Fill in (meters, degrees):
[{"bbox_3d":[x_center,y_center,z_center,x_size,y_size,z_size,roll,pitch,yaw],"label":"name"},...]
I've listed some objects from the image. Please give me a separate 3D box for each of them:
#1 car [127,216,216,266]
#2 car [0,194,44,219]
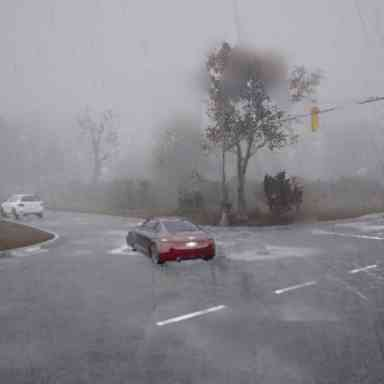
[{"bbox_3d":[-0.874,1.530,11.716,1.994,1.385,4.181,0,0,-25],"label":"car"},{"bbox_3d":[-14.868,1.227,29.054,2.150,2.045,5.566,0,0,-44],"label":"car"}]
